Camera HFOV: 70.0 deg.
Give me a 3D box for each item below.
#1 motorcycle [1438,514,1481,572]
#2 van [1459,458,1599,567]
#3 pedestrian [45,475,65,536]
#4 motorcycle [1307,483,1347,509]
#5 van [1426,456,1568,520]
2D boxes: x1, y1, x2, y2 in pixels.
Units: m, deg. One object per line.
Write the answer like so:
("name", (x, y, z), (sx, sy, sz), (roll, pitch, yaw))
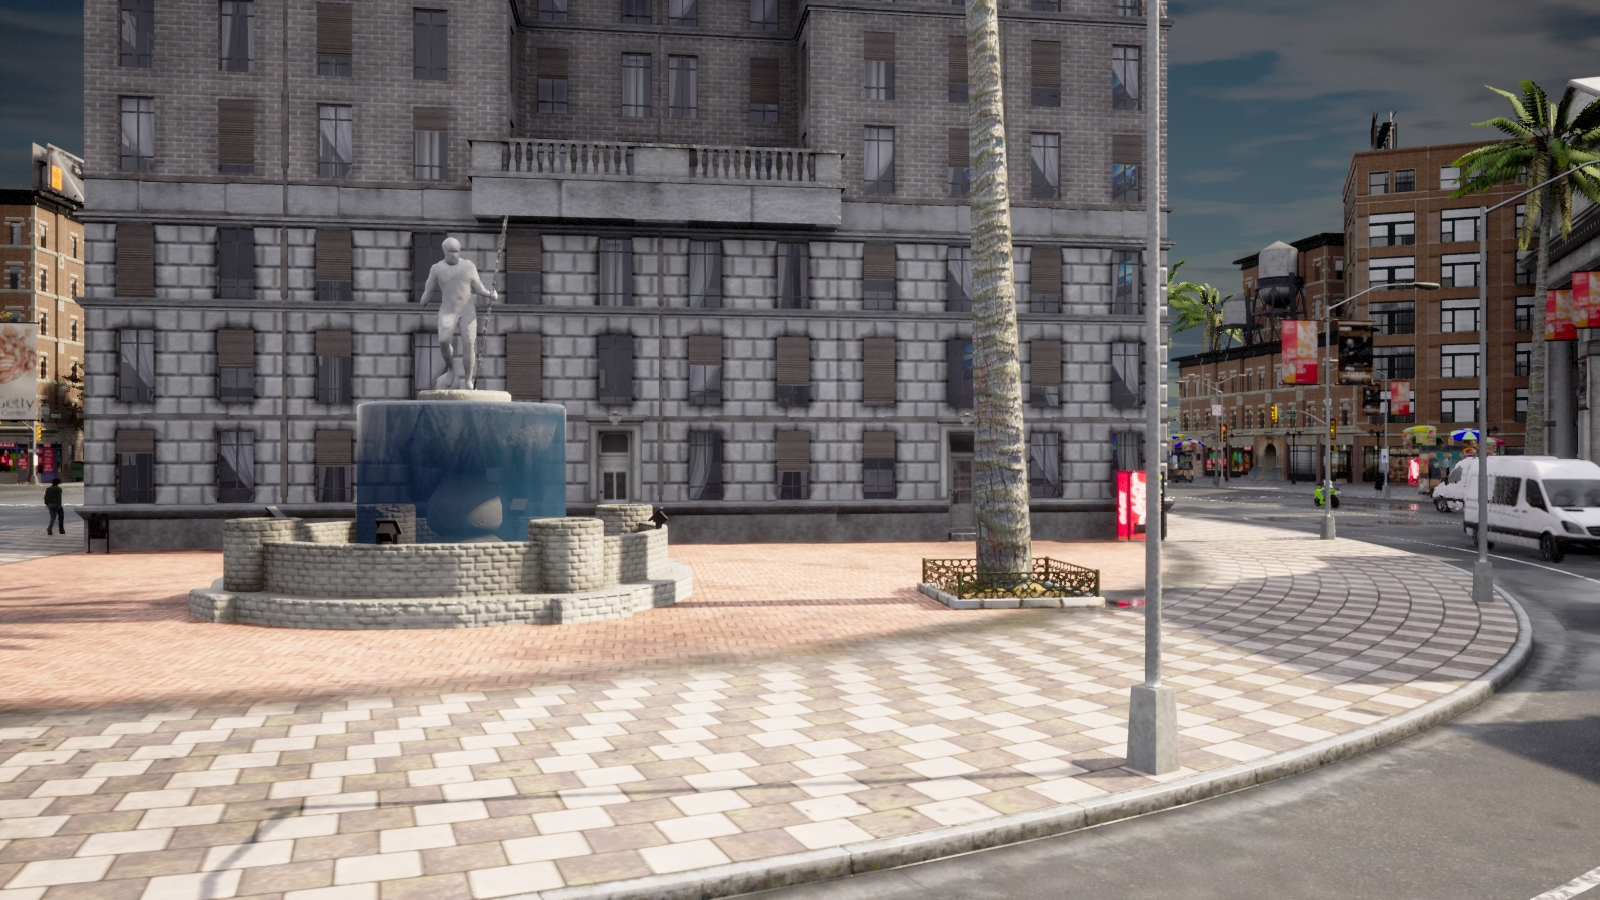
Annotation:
("motorcycle", (15.649, 2.182, 27.118), (0.856, 1.236, 1.805), (-1, 0, 30))
("van", (19.918, 1.534, 30.395), (1.988, 2.561, 5.915), (0, 0, 7))
("pedestrian", (-22.821, 1.697, 34.989), (0.375, 1.860, 0.375), (0, 0, -6))
("motorcycle", (25.547, 2.213, 55.422), (0.803, 1.145, 2.033), (0, 0, -7))
("van", (29.808, 1.534, 49.151), (1.988, 2.561, 5.915), (0, 0, -6))
